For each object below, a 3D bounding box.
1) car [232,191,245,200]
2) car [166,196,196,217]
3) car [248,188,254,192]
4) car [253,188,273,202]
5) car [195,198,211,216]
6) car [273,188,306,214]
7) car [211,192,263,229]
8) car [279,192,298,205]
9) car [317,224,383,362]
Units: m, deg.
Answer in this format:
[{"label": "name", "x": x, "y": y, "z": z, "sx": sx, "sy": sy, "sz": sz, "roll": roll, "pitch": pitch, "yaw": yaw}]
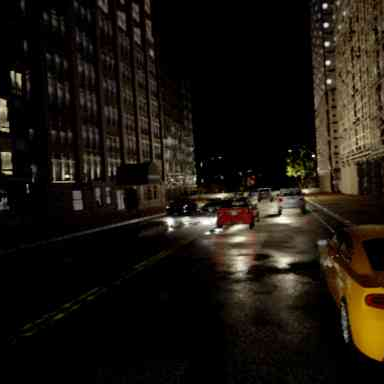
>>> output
[{"label": "car", "x": 10.016, "y": 0.725, "z": 70.982, "sx": 2.128, "sy": 1.511, "sz": 4.902, "roll": -3, "pitch": 0, "yaw": 15}, {"label": "car", "x": -0.875, "y": 1.316, "z": 31.776, "sx": 2.097, "sy": 1.767, "sz": 4.553, "roll": -3, "pitch": 0, "yaw": 15}, {"label": "car", "x": 13.119, "y": 0.248, "z": 70.088, "sx": 2.150, "sy": 2.045, "sz": 5.566, "roll": -3, "pitch": 0, "yaw": 15}, {"label": "car", "x": 10.826, "y": 0.457, "z": 49.137, "sx": 2.150, "sy": 2.045, "sz": 5.566, "roll": -3, "pitch": 0, "yaw": 15}, {"label": "car", "x": 2.237, "y": 1.279, "z": 30.827, "sx": 2.128, "sy": 1.511, "sz": 4.902, "roll": -3, "pitch": 0, "yaw": 15}, {"label": "car", "x": 8.202, "y": 0.675, "z": 27.584, "sx": 2.150, "sy": 2.045, "sz": 5.566, "roll": -3, "pitch": 0, "yaw": 16}, {"label": "car", "x": 2.833, "y": 1.136, "z": 20.054, "sx": 2.097, "sy": 1.767, "sz": 4.553, "roll": -3, "pitch": 0, "yaw": 15}, {"label": "car", "x": 11.729, "y": 0.776, "z": 40.417, "sx": 1.994, "sy": 1.385, "sz": 4.181, "roll": -3, "pitch": 0, "yaw": 16}, {"label": "car", "x": 3.311, "y": 1.272, "z": 5.628, "sx": 1.882, "sy": 1.535, "sz": 5.008, "roll": -3, "pitch": 0, "yaw": 15}]
